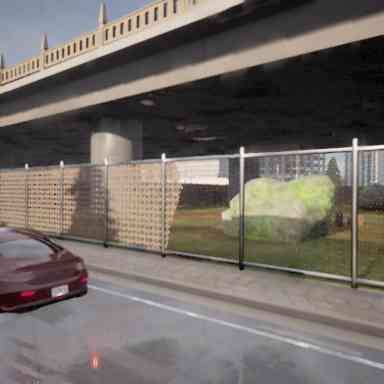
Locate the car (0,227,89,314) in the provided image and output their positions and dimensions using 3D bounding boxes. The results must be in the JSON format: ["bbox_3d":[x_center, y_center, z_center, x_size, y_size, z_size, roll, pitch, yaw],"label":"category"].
[{"bbox_3d":[-4.073,1.462,6.908,4.674,1.442,1.812,1,0,36],"label":"car"}]
